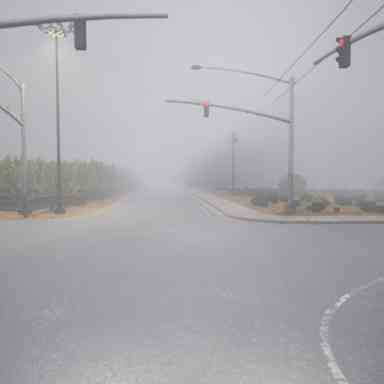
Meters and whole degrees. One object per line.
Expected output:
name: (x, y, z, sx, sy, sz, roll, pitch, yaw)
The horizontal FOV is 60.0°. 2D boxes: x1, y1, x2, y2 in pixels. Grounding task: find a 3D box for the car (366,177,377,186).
car: (42.090, -2.387, 77.687, 1.905, 1.878, 3.866, 10, 10, 41)
